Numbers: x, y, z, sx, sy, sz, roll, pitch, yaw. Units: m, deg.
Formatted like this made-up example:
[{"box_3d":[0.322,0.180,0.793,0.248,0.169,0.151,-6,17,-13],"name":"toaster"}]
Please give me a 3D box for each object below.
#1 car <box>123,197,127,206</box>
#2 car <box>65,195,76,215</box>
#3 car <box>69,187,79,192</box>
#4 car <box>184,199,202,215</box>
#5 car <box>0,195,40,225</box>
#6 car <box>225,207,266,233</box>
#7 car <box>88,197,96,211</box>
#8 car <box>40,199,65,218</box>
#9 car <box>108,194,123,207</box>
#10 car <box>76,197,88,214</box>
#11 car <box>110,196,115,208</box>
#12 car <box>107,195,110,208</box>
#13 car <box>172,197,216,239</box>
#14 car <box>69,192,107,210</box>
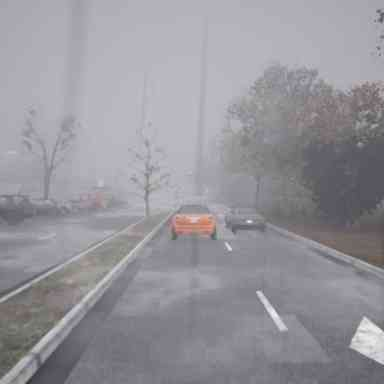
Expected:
[{"box_3d":[-13.749,1.432,53.083,5.566,2.045,2.435,-1,-1,-20],"name":"car"},{"box_3d":[-13.850,1.415,32.034,4.553,1.767,2.185,-1,-1,-20],"name":"car"},{"box_3d":[-31.215,-0.072,87.828,2.435,2.045,5.566,6,-3,-19],"name":"car"},{"box_3d":[0.083,1.575,35.512,1.837,1.490,4.892,0,0,0],"name":"car"},{"box_3d":[-13.846,1.249,23.022,5.566,2.045,2.435,-1,0,-20],"name":"car"},{"box_3d":[3.090,1.566,19.834,1.994,1.385,4.181,0,0,0],"name":"car"},{"box_3d":[-13.841,1.607,38.028,4.792,1.488,2.163,-1,0,-20],"name":"car"},{"box_3d":[-13.788,1.398,29.049,4.553,1.767,2.185,-1,0,-20],"name":"car"},{"box_3d":[-13.819,1.411,50.046,5.566,2.045,2.435,-1,0,-20],"name":"car"},{"box_3d":[-13.824,1.560,35.044,4.892,1.521,2.231,-1,-1,-20],"name":"car"},{"box_3d":[-13.797,1.680,47.048,4.674,1.452,2.002,-1,0,-20],"name":"car"},{"box_3d":[-13.985,1.618,43.981,5.366,1.575,1.946,-1,0,-20],"name":"car"},{"box_3d":[0.091,1.349,17.444,2.097,1.767,4.553,0,0,0],"name":"car"},{"box_3d":[-13.843,1.347,41.033,5.566,2.045,2.435,-1,0,-20],"name":"car"}]
